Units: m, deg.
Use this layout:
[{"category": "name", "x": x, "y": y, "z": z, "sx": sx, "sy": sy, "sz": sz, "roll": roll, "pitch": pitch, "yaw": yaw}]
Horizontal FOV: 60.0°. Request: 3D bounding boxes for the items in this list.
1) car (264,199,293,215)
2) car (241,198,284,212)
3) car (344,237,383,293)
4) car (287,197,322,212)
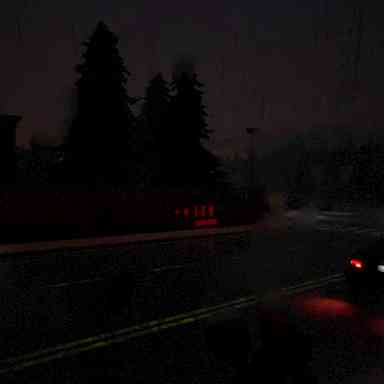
[{"category": "car", "x": 7.596, "y": 1.601, "z": 34.329, "sx": 1.895, "sy": 1.301, "sz": 4.718, "roll": 0, "pitch": 0, "yaw": -35}, {"category": "car", "x": 8.267, "y": 1.478, "z": 39.447, "sx": 1.882, "sy": 1.535, "sz": 5.008, "roll": 0, "pitch": 0, "yaw": -35}, {"category": "car", "x": 5.798, "y": 1.547, "z": 7.918, "sx": 5.357, "sy": 1.411, "sz": 2.033, "roll": 0, "pitch": 0, "yaw": -35}, {"category": "car", "x": 12.901, "y": 1.352, "z": 38.953, "sx": 2.097, "sy": 1.767, "sz": 4.553, "roll": 0, "pitch": 0, "yaw": -35}]
